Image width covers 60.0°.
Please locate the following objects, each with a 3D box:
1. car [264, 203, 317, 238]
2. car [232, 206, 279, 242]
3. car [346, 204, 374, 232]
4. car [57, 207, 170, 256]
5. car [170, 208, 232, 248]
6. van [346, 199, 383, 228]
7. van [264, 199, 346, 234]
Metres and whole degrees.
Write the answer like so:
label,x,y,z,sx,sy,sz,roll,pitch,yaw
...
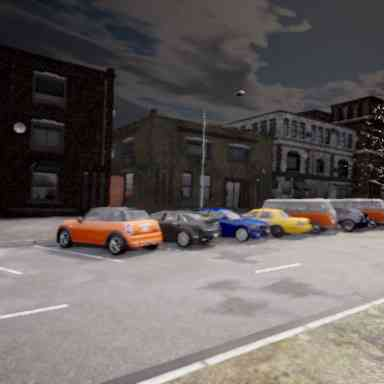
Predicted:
label,x,y,z,sx,sy,sz,roll,pitch,yaw
car,3.858,1.615,18.734,5.366,1.575,1.946,-1,-1,36
car,1.511,1.582,16.950,5.008,1.535,2.097,-1,-2,36
car,8.991,1.713,22.001,4.792,1.488,2.163,-1,-1,36
car,-3.448,1.388,13.508,4.553,1.767,2.185,-1,-1,35
car,-0.970,1.549,15.230,4.892,1.521,2.231,-1,-1,35
van,11.620,1.490,23.596,4.442,1.987,1.878,-1,-2,36
van,6.610,1.423,20.249,4.442,1.987,1.878,-1,-2,36
